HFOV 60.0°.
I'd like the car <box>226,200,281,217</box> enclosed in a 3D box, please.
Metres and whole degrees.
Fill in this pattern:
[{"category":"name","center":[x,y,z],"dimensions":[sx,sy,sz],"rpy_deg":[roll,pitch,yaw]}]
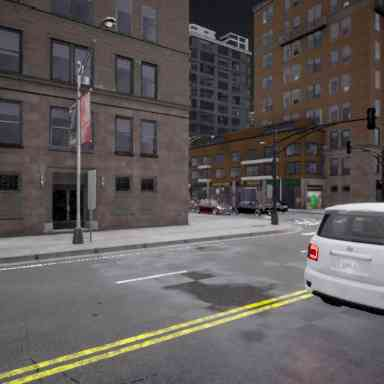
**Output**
[{"category":"car","center":[5.716,1.595,31.651],"dimensions":[1.895,1.301,4.718],"rpy_deg":[0,0,-35]}]

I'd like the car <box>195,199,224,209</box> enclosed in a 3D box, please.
[{"category":"car","center":[2.310,1.594,45.968],"dimensions":[1.802,1.307,4.206],"rpy_deg":[0,0,-35]}]

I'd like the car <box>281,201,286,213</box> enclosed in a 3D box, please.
[{"category":"car","center":[8.676,1.580,36.969],"dimensions":[1.947,1.339,4.313],"rpy_deg":[0,0,-35]}]

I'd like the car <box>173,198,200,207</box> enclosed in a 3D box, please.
[{"category":"car","center":[-0.872,1.579,50.466],"dimensions":[1.947,1.339,4.313],"rpy_deg":[0,0,-35]}]

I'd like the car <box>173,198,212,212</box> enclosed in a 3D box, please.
[{"category":"car","center":[-0.022,1.482,39.764],"dimensions":[2.128,1.511,4.902],"rpy_deg":[0,0,-35]}]

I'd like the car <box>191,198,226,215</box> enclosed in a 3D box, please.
[{"category":"car","center":[2.125,1.423,32.335],"dimensions":[1.967,1.590,4.097],"rpy_deg":[0,0,-35]}]

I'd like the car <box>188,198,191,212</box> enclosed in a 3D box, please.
[{"category":"car","center":[-1.058,1.421,36.834],"dimensions":[1.967,1.590,4.097],"rpy_deg":[0,0,-35]}]

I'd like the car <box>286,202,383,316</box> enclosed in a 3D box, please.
[{"category":"car","center":[4.639,1.223,6.757],"dimensions":[5.566,2.045,2.150],"rpy_deg":[0,0,-36]}]
